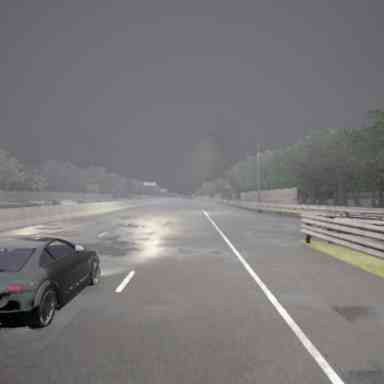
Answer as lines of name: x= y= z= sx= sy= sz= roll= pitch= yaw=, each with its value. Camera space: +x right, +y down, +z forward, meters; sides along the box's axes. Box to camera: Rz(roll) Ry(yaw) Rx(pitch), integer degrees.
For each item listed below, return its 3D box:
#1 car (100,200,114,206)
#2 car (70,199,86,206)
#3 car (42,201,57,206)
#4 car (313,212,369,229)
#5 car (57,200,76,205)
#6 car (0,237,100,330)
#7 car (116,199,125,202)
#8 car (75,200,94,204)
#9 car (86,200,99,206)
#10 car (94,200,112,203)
car: x=-20.964 y=2.619 z=81.886 sx=2.033 sy=1.411 sz=5.357 roll=0 pitch=-1 yaw=0
car: x=-27.963 y=2.599 z=81.554 sx=2.128 sy=1.511 sz=4.902 roll=0 pitch=-1 yaw=0
car: x=-27.931 y=2.413 z=65.720 sx=1.994 sy=1.385 sz=4.181 roll=0 pitch=-1 yaw=0
car: x=10.253 y=1.969 z=22.574 sx=1.895 sy=1.301 sz=4.718 roll=1 pitch=0 yaw=-24
car: x=-24.431 y=2.389 z=66.042 sx=1.812 sy=1.442 sz=4.674 roll=0 pitch=-1 yaw=0
car: x=-3.392 y=1.646 z=7.088 sx=1.994 sy=1.385 sz=4.181 roll=0 pitch=-1 yaw=0
car: x=-17.464 y=2.580 z=81.901 sx=1.837 sy=1.490 sz=4.892 roll=0 pitch=-1 yaw=0
car: x=-20.931 y=2.460 z=66.026 sx=1.895 sy=1.301 sz=4.718 roll=0 pitch=-1 yaw=0
car: x=-24.464 y=2.632 z=81.872 sx=1.994 sy=1.385 sz=4.181 roll=0 pitch=-1 yaw=0
car: x=-17.432 y=2.460 z=66.052 sx=1.895 sy=1.301 sz=4.718 roll=0 pitch=-1 yaw=0
